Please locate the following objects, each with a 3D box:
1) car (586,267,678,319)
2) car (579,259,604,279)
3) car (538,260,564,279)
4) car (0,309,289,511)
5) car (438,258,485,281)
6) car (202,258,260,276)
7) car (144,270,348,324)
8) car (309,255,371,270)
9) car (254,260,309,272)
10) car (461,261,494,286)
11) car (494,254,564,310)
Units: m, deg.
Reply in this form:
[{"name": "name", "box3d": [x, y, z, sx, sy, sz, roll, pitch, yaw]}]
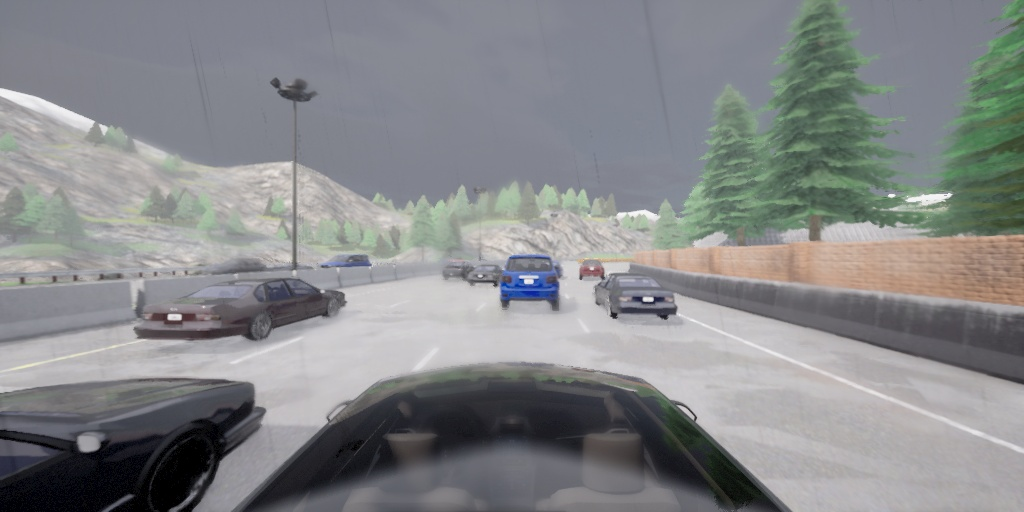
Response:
[{"name": "car", "box3d": [4.130, 1.290, 12.829, 2.033, 1.411, 5.357, 0, 0, 5]}, {"name": "car", "box3d": [7.011, 1.071, 31.544, 2.097, 1.767, 4.553, 0, 0, 12]}, {"name": "car", "box3d": [3.642, 1.186, 32.592, 1.882, 1.535, 5.008, 0, 0, 12]}, {"name": "car", "box3d": [-3.368, 1.290, 1.061, 2.033, 1.411, 5.357, 0, 0, 0]}, {"name": "car", "box3d": [-4.132, 1.186, 29.430, 2.128, 1.511, 4.902, 0, 0, 11]}, {"name": "car", "box3d": [-22.178, 1.154, 28.944, 1.837, 1.490, 4.892, 0, 0, 10]}, {"name": "car", "box3d": [-6.611, 1.268, 9.686, 2.033, 1.411, 5.357, 0, 0, 3]}, {"name": "car", "box3d": [-14.633, 0.886, 31.524, 2.150, 2.045, 5.566, 0, 0, 11]}, {"name": "car", "box3d": [-18.497, 1.221, 29.703, 1.994, 1.385, 4.181, 0, 0, 10]}, {"name": "car", "box3d": [-1.529, 1.257, 24.248, 2.033, 1.411, 5.357, 0, 0, 9]}, {"name": "car", "box3d": [0.816, 0.952, 14.790, 2.150, 2.045, 5.566, 0, 0, 5]}]
